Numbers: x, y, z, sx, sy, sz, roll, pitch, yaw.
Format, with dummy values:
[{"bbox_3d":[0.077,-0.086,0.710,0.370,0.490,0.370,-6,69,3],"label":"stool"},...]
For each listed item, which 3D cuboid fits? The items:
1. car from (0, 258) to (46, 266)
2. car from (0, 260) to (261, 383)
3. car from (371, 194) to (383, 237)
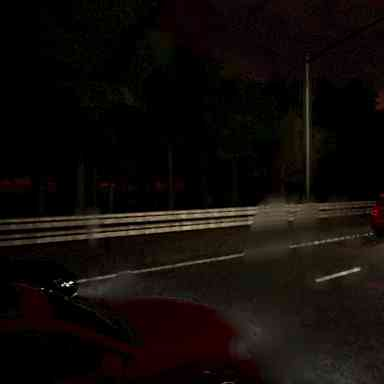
[{"bbox_3d":[-4.292,1.509,4.992,4.892,1.490,1.837,0,0,-35],"label":"car"},{"bbox_3d":[-1.522,1.524,2.667,4.674,1.442,1.812,-1,0,-35],"label":"car"},{"bbox_3d":[10.646,1.076,15.697,5.566,2.045,2.150,-1,0,-36],"label":"car"}]
